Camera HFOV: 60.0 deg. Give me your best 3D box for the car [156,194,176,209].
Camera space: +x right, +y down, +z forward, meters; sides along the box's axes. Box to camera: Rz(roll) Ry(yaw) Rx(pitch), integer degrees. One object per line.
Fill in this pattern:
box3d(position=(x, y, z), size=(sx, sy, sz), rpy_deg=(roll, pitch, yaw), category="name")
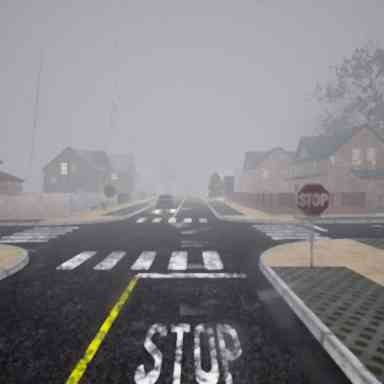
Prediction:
box3d(position=(-2.751, 0.968, 35.575), size=(1.882, 1.535, 5.008), rpy_deg=(0, 2, 0), category="car")
